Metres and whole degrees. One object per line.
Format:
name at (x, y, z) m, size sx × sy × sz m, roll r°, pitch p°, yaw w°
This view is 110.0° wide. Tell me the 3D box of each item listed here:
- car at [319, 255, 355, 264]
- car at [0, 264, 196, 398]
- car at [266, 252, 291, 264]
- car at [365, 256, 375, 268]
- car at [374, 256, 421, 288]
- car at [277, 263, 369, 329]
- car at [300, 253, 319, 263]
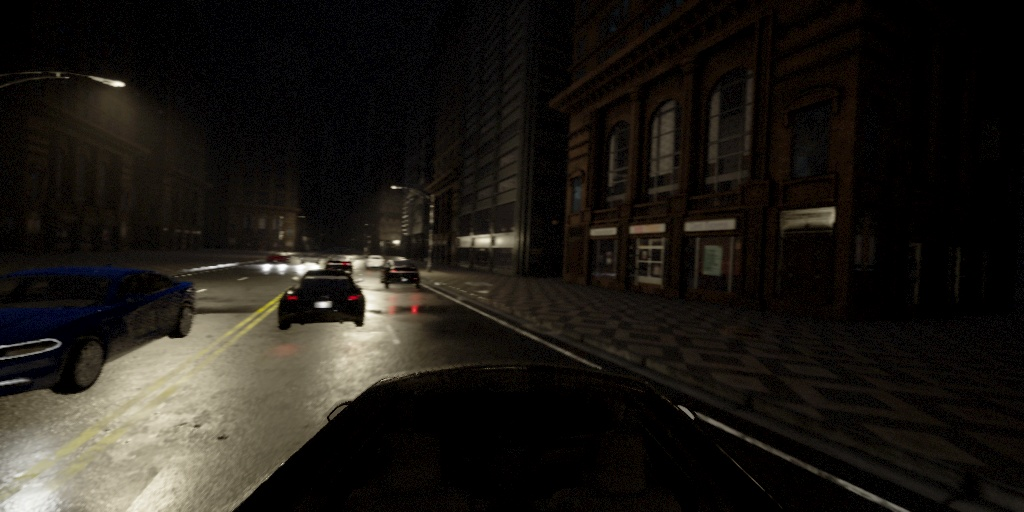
car at (-12.821, 0.709, 26.693) m, size 2.128 × 1.511 × 4.902 m, roll 3°, pitch 0°, yaw -25°
car at (-6.988, 0.917, 5.742) m, size 1.882 × 1.535 × 5.008 m, roll 3°, pitch 0°, yaw -25°
car at (-26.982, 0.227, 41.549) m, size 1.895 × 1.301 × 4.718 m, roll 3°, pitch 0°, yaw -24°
car at (-14.772, 0.686, 38.668) m, size 1.812 × 1.442 × 4.674 m, roll 3°, pitch 0°, yaw -24°
car at (-6.510, 0.979, 20.652) m, size 2.128 × 1.511 × 4.902 m, roll 3°, pitch 0°, yaw -24°
car at (-5.285, 1.087, 10.285) m, size 1.994 × 1.385 × 4.181 m, roll 3°, pitch 0°, yaw -25°
car at (-23.861, 0.368, 42.509) m, size 1.895 × 1.301 × 4.718 m, roll 3°, pitch 0°, yaw -24°
